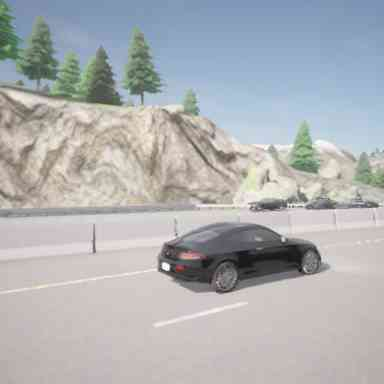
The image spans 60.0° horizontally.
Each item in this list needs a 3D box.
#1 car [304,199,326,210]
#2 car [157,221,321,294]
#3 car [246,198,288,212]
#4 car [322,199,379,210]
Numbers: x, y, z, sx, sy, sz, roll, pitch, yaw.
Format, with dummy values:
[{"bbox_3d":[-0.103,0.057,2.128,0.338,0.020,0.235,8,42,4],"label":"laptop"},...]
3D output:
[{"bbox_3d":[14.101,1.469,35.472,4.181,1.385,1.994,0,0,-23],"label":"car"},{"bbox_3d":[1.346,1.501,8.700,4.674,1.442,1.812,0,0,-33],"label":"car"},{"bbox_3d":[8.250,1.390,36.650,4.902,1.511,2.128,0,0,-25],"label":"car"},{"bbox_3d":[13.454,1.528,27.543,4.718,1.301,1.895,0,0,-25],"label":"car"}]
